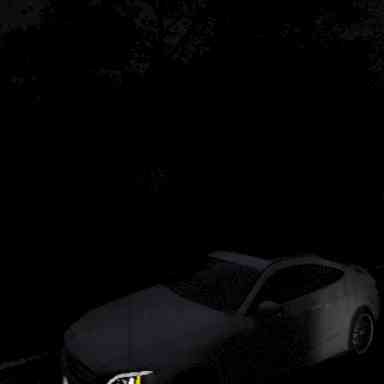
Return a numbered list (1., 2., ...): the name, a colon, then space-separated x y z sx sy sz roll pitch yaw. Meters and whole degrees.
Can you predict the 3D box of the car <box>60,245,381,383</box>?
1. car: 0.734 1.521 4.454 4.674 1.442 1.812 0 0 -35
